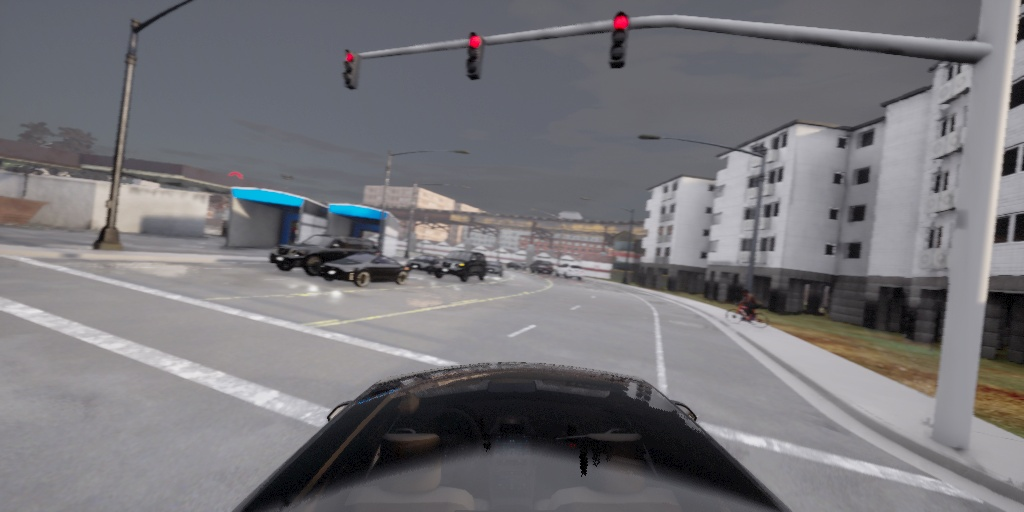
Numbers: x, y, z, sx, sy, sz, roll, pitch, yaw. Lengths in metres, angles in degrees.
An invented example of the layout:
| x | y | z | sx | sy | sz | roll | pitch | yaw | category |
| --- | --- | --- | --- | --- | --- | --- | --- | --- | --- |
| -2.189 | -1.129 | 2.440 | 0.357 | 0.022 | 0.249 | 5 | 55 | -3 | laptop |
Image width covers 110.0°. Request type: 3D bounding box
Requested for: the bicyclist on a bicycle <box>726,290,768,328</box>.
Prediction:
| x | y | z | sx | sy | sz | roll | pitch | yaw | category |
| --- | --- | --- | --- | --- | --- | --- | --- | --- | --- |
| 10.609 | 2.358 | 16.130 | 1.656 | 1.620 | 0.582 | 7 | 0 | 21 | bicyclist on a bicycle |

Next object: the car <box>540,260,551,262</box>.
| x | y | z | sx | sy | sz | roll | pitch | yaw | category |
| --- | --- | --- | --- | --- | --- | --- | --- | --- | --- |
| 4.692 | 1.707 | 57.978 | 2.150 | 2.045 | 5.566 | 7 | 0 | -23 | car |

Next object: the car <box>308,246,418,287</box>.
| x | y | z | sx | sy | sz | roll | pitch | yaw | category |
| --- | --- | --- | --- | --- | --- | --- | --- | --- | --- |
| -6.595 | 0.565 | 16.388 | 1.994 | 1.385 | 4.181 | 7 | 0 | 21 | car |

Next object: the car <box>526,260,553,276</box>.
| x | y | z | sx | sy | sz | roll | pitch | yaw | category |
| --- | --- | --- | --- | --- | --- | --- | --- | --- | --- |
| 3.869 | 1.838 | 49.178 | 1.882 | 1.535 | 5.008 | 7 | 0 | -13 | car |

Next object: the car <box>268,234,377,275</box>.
| x | y | z | sx | sy | sz | roll | pitch | yaw | category |
| --- | --- | --- | --- | --- | --- | --- | --- | --- | --- |
| -9.371 | -0.105 | 18.611 | 2.150 | 2.045 | 5.566 | 7 | 0 | 21 | car |

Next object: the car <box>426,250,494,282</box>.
| x | y | z | sx | sy | sz | roll | pitch | yaw | category |
| --- | --- | --- | --- | --- | --- | --- | --- | --- | --- |
| -3.428 | 0.628 | 25.196 | 2.150 | 2.045 | 5.566 | 7 | 0 | 15 | car |

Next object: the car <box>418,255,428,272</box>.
| x | y | z | sx | sy | sz | roll | pitch | yaw | category |
| --- | --- | --- | --- | --- | --- | --- | --- | --- | --- |
| -6.478 | 0.615 | 27.539 | 1.994 | 1.385 | 4.181 | 7 | 0 | 13 | car |

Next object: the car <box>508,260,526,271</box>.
| x | y | z | sx | sy | sz | roll | pitch | yaw | category |
| --- | --- | --- | --- | --- | --- | --- | --- | --- | --- |
| 0.679 | 1.499 | 58.122 | 2.128 | 1.511 | 4.902 | 7 | 0 | -27 | car |

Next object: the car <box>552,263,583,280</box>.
| x | y | z | sx | sy | sz | roll | pitch | yaw | category |
| --- | --- | --- | --- | --- | --- | --- | --- | --- | --- |
| 7.683 | 2.033 | 48.236 | 2.150 | 2.045 | 5.566 | 7 | 0 | -12 | car |

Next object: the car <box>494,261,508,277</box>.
| x | y | z | sx | sy | sz | roll | pitch | yaw | category |
| --- | --- | --- | --- | --- | --- | --- | --- | --- | --- |
| -1.872 | 1.191 | 35.048 | 1.994 | 1.385 | 4.181 | 7 | 0 | 2 | car |
